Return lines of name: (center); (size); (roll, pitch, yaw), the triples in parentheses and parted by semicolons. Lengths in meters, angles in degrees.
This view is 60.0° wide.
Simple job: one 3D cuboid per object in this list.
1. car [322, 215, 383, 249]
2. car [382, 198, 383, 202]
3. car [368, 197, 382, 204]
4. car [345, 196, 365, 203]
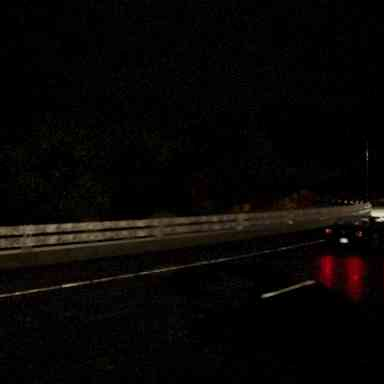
car: (7.877, 1.724, 15.251); (4.718, 1.301, 1.895); (1, -1, -44)
car: (46.963, 2.040, 80.809); (1.812, 1.442, 4.674); (0, 0, 4)
car: (43.479, 2.036, 81.147); (2.128, 1.511, 4.902); (0, 0, 4)
car: (39.994, 1.860, 81.455); (2.097, 1.767, 4.553); (0, 0, 4)
